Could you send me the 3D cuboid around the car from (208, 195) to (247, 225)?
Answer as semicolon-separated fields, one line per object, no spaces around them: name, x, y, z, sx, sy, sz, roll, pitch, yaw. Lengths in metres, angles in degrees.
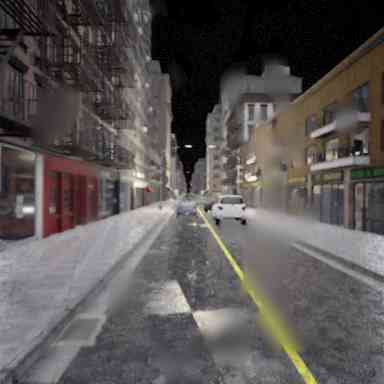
car;2.676;1.264;24.911;2.150;2.045;5.566;0;0;-1

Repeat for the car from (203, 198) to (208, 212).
car;2.453;1.423;39.693;2.097;1.767;4.553;0;0;0

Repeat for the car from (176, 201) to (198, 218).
car;-0.457;1.555;30.362;1.812;1.442;4.674;0;0;-1
